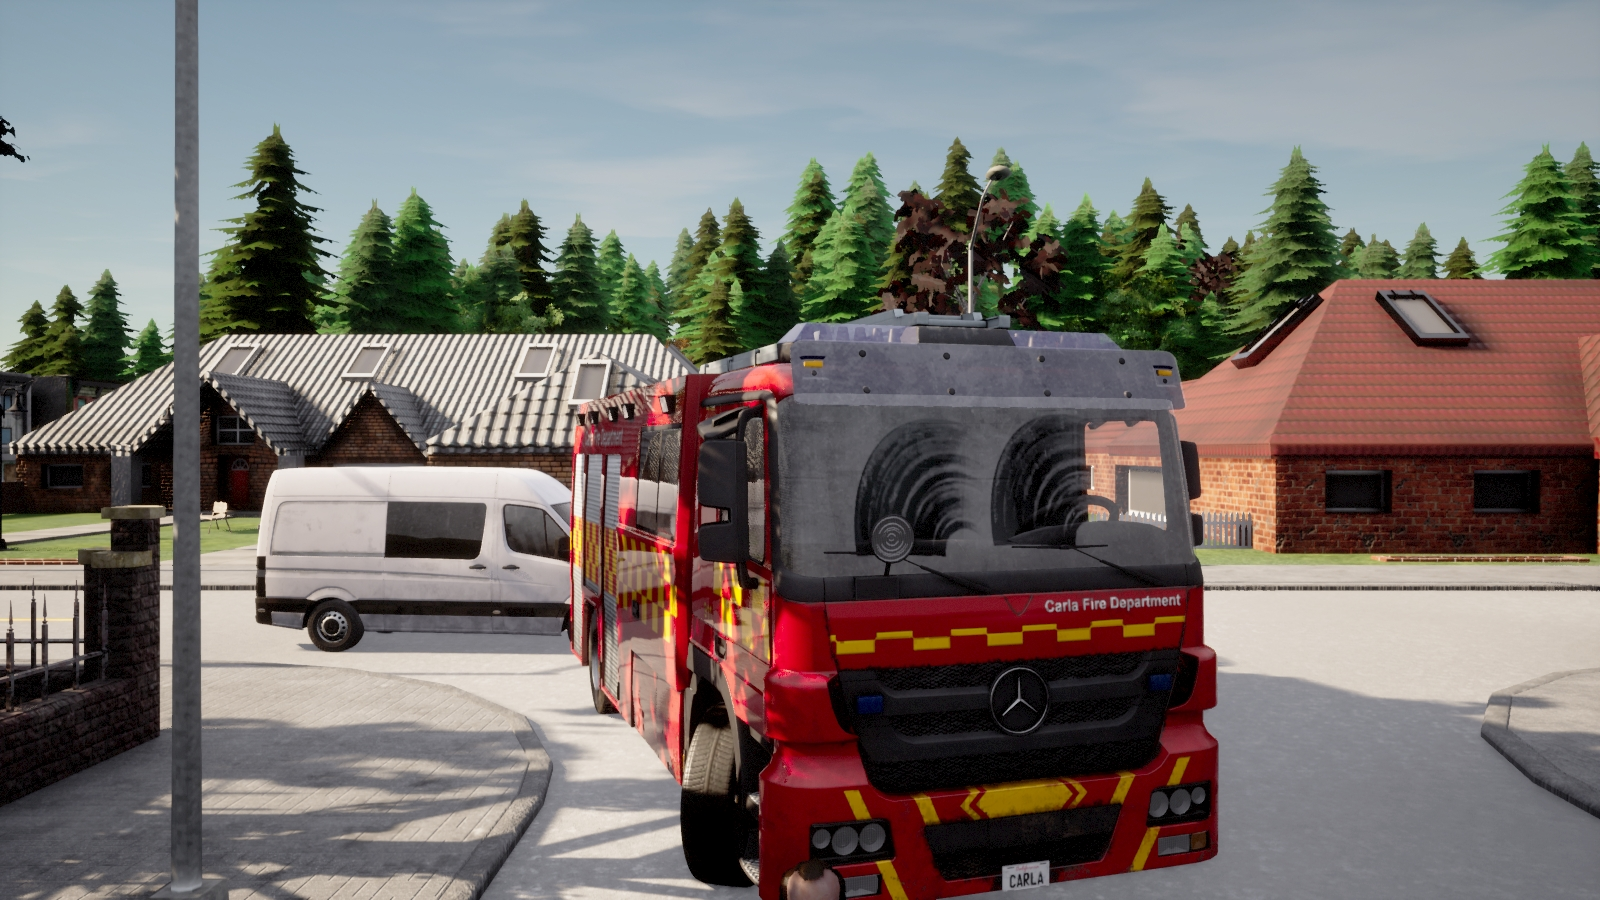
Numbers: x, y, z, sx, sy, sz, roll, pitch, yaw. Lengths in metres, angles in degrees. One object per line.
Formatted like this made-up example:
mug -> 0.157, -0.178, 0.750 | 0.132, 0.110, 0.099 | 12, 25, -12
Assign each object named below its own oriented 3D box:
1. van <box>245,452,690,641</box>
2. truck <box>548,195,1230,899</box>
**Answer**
van -> -4.701, 1.314, 16.673 | 5.915, 2.561, 1.988 | 0, 0, 4
truck -> -0.279, 0.670, 10.050 | 2.891, 3.827, 8.468 | 0, 0, -19
